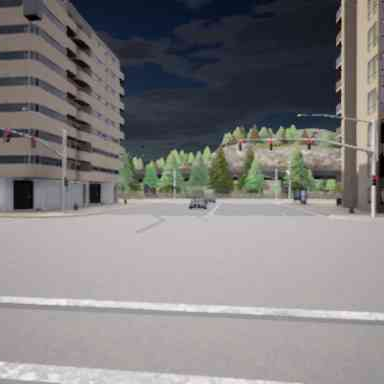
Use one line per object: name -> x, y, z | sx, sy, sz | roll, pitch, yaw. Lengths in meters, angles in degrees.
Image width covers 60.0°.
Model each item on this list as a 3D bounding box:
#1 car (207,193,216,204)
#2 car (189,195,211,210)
car -> 3.274, 1.145, 60.564 | 2.097, 1.767, 4.553 | 0, 0, 7
car -> 0.811, 1.427, 39.849 | 1.994, 1.385, 4.181 | 0, 0, 7
